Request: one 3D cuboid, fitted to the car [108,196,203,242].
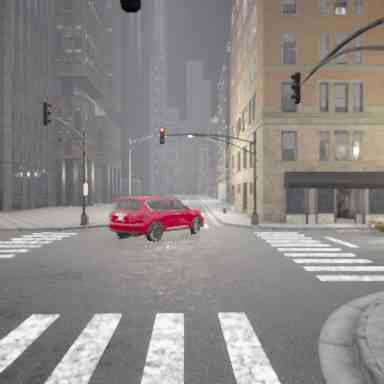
[{"bbox_3d":[-1.618,1.231,16.682,2.150,2.045,5.566,1,1,34],"label":"car"}]

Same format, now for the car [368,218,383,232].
[{"bbox_3d":[12.159,1.526,17.972,4.829,1.417,1.752,0,0,-1],"label":"car"}]

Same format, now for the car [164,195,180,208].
[{"bbox_3d":[-2.961,1.388,49.398,2.097,1.767,4.553,0,0,0],"label":"car"}]

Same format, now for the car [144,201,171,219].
[{"bbox_3d":[-3.023,1.585,29.645,1.994,1.385,4.181,0,0,0],"label":"car"}]

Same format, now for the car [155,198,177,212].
[{"bbox_3d":[-2.992,1.521,39.499,2.128,1.511,4.902,0,0,0],"label":"car"}]
